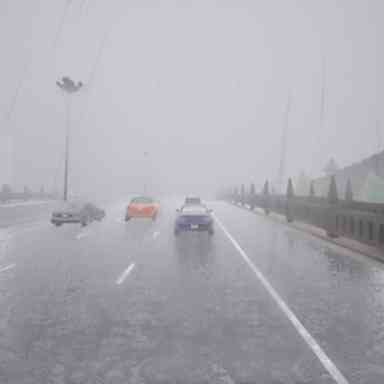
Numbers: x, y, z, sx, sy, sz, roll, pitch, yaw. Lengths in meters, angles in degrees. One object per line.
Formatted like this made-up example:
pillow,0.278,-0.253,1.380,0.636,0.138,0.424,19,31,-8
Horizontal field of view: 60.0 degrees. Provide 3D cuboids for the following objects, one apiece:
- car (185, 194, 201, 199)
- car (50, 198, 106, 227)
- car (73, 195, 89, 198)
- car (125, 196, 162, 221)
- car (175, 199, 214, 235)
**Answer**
car,0.107,0.976,40.957,1.882,1.535,5.008,0,1,0
car,-6.934,1.304,20.707,2.033,1.411,5.357,0,1,0
car,-13.980,1.091,41.605,1.895,1.301,4.718,0,1,-3
car,-3.395,1.066,24.005,2.097,1.767,4.553,0,1,0
car,0.104,1.328,17.140,1.812,1.442,4.674,0,1,0
